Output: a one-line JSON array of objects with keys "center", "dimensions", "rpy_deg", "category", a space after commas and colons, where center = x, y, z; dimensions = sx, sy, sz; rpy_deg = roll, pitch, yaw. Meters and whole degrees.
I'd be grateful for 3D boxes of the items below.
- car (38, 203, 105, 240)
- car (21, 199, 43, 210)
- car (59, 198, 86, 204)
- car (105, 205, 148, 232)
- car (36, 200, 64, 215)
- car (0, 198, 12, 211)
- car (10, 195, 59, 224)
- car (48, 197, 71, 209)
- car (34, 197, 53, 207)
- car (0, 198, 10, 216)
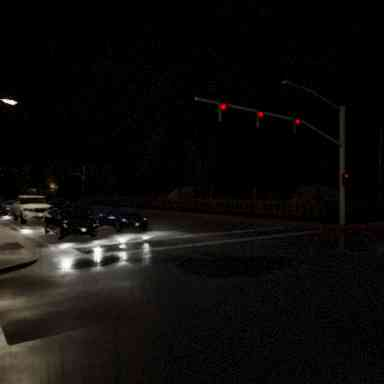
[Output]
[{"center": [-6.550, 1.559, 17.773], "dimensions": [1.837, 1.490, 4.892], "rpy_deg": [0, 0, -36], "category": "car"}, {"center": [-21.416, 1.618, 44.426], "dimensions": [1.994, 1.385, 4.181], "rpy_deg": [0, 0, -35], "category": "car"}, {"center": [-9.899, 1.559, 28.394], "dimensions": [1.837, 1.490, 4.892], "rpy_deg": [0, 0, -36], "category": "car"}, {"center": [-4.488, 1.580, 20.930], "dimensions": [1.812, 1.442, 4.674], "rpy_deg": [0, 0, -36], "category": "car"}, {"center": [-15.540, 1.618, 36.223], "dimensions": [1.994, 1.385, 4.181], "rpy_deg": [0, 0, -36], "category": "car"}, {"center": [-24.893, 1.533, 43.278], "dimensions": [1.882, 1.535, 5.008], "rpy_deg": [0, 0, -35], "category": "car"}, {"center": [-12.318, 1.277, 25.766], "dimensions": [2.150, 2.045, 5.566], "rpy_deg": [0, 0, -36], "category": "car"}, {"center": [-18.708, 1.531, 46.906], "dimensions": [1.882, 1.535, 5.008], "rpy_deg": [0, 0, -36], "category": "car"}, {"center": [-24.793, 1.559, 55.354], "dimensions": [1.837, 1.490, 4.892], "rpy_deg": [0, 0, -36], "category": "car"}, {"center": [-18.352, 1.581, 34.147], "dimensions": [1.812, 1.442, 4.674], "rpy_deg": [0, 0, -36], "category": "car"}]
